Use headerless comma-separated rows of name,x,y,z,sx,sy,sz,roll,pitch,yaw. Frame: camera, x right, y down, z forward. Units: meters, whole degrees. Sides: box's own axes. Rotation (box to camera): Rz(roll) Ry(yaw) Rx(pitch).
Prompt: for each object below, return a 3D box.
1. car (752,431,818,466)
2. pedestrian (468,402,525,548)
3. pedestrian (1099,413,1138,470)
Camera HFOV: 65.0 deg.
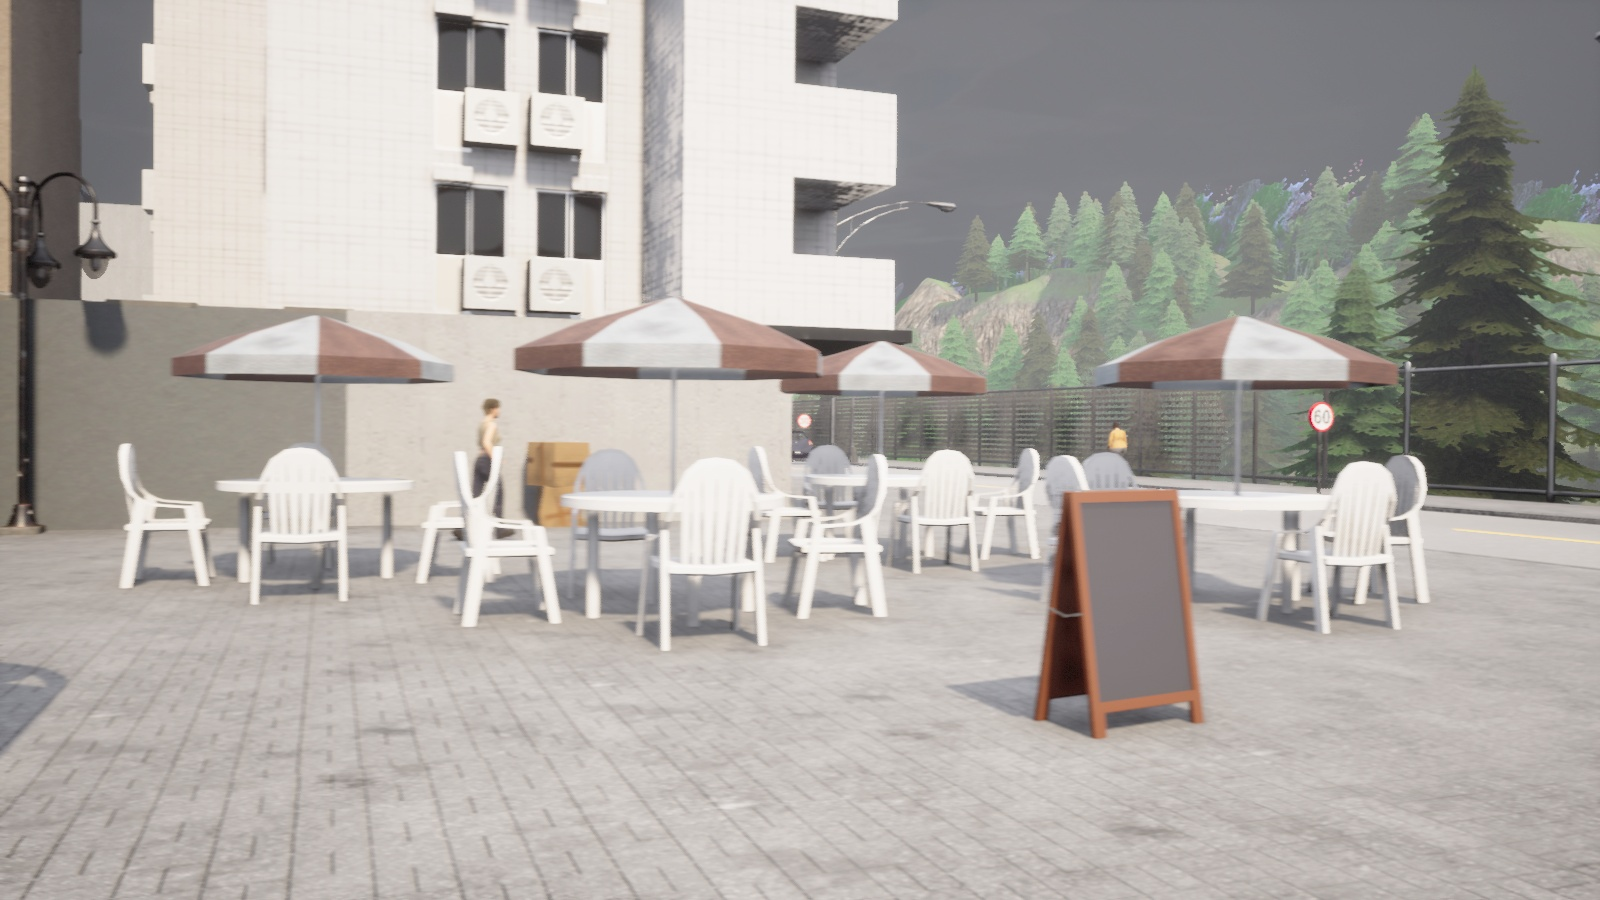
car,-0.722,-0.104,56.864,1.845,1.501,3.633,-1,1,-21
pedestrian,-3.894,0.309,16.098,0.594,1.836,0.345,-1,1,-42
pedestrian,10.527,-0.279,41.461,0.874,1.855,0.900,-1,1,-22
